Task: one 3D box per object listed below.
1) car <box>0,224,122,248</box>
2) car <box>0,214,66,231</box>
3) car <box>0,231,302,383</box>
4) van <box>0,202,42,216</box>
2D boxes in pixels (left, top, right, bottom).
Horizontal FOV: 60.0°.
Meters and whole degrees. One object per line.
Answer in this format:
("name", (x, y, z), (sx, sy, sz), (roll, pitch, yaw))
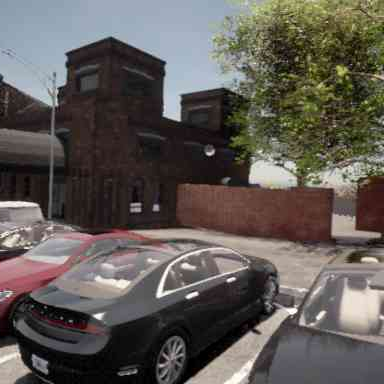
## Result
("car", (-2.331, 1.551, 6.949), (2.002, 1.452, 4.674), (0, 0, 36))
("car", (-4.600, 1.528, 8.574), (2.231, 1.521, 4.892), (0, 0, 36))
("car", (-0.163, 1.498, 5.392), (2.231, 1.521, 4.892), (0, 0, 36))
("van", (-6.946, 1.310, 10.097), (1.878, 1.987, 4.442), (0, 0, 36))
